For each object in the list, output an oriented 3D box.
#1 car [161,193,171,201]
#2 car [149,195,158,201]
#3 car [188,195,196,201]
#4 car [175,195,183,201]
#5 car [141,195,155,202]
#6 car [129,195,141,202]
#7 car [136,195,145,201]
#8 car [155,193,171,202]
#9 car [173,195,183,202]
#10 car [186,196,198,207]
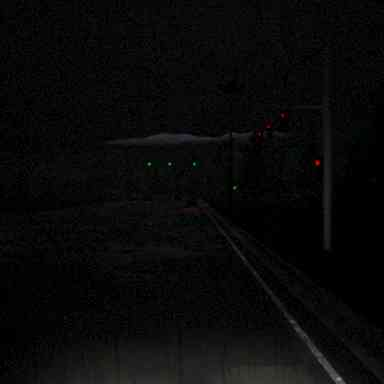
[{"bbox_3d":[-7.018,1.256,90.802,2.150,2.045,5.566,0,0,0],"label":"car"},{"bbox_3d":[-10.518,1.511,90.772,1.882,1.535,5.008,0,0,0],"label":"car"},{"bbox_3d":[-0.018,1.580,90.772,1.994,1.385,4.181,0,0,0],"label":"car"},{"bbox_3d":[-3.518,1.580,90.772,1.994,1.385,4.181,0,0,0],"label":"car"},{"bbox_3d":[-10.516,1.575,80.380,1.837,1.490,4.892,0,0,0],"label":"car"},{"bbox_3d":[-14.016,1.600,80.647,1.812,1.442,4.674,0,0,0],"label":"car"},{"bbox_3d":[-14.018,1.558,90.771,1.812,1.442,4.674,0,0,0],"label":"car"},{"bbox_3d":[-7.016,1.431,80.637,2.097,1.767,4.553,0,0,0],"label":"car"},{"bbox_3d":[-3.516,1.575,80.558,1.837,1.490,4.892,0,0,0],"label":"car"},{"bbox_3d":[-0.010,1.648,50.571,1.895,1.301,4.718,0,0,0],"label":"car"}]
